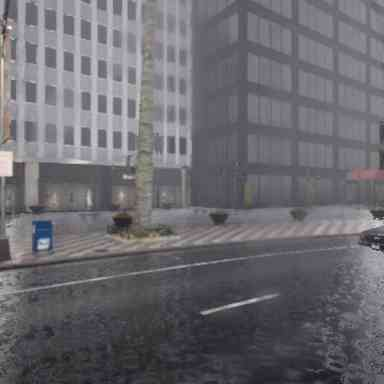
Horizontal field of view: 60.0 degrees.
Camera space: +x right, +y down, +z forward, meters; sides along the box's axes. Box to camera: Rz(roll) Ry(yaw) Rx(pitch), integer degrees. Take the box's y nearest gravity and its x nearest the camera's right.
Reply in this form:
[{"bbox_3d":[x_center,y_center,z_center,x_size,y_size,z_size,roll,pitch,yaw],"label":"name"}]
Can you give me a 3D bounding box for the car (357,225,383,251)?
[{"bbox_3d":[8.978,1.554,12.728,5.357,1.411,2.033,0,0,-21],"label":"car"}]
